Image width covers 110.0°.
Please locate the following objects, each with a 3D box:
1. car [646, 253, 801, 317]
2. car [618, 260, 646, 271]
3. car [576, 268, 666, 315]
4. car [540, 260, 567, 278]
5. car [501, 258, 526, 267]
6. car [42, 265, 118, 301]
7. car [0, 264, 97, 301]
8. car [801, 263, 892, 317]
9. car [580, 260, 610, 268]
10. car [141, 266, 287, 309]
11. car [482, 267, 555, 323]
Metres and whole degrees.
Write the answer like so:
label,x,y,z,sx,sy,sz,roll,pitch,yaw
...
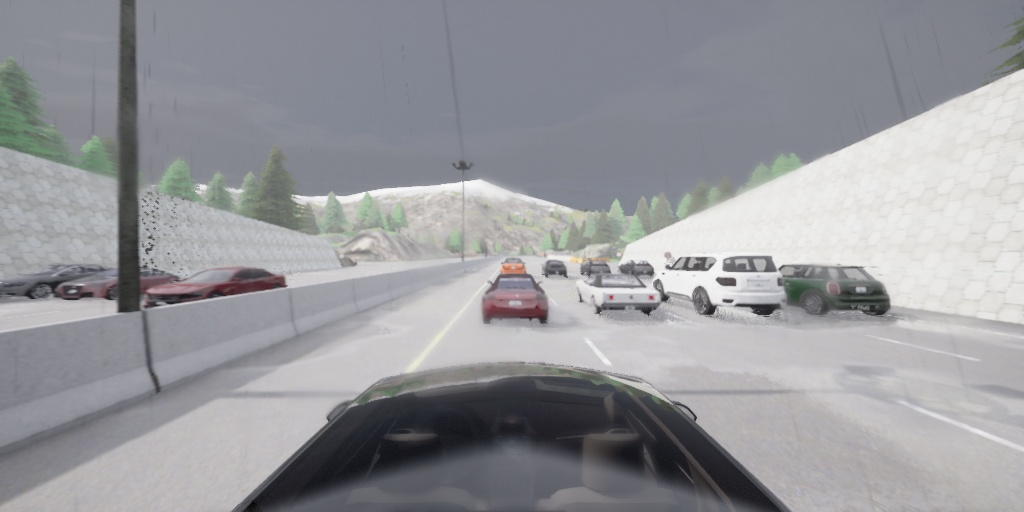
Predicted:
label,x,y,z,sx,sy,sz,roll,pitch,yaw
car,7.101,0.898,13.009,2.150,2.045,5.566,0,0,0
car,10.605,1.051,30.947,2.128,1.511,4.902,0,0,0
car,3.601,1.276,13.129,1.895,1.301,4.718,0,0,0
car,3.606,1.062,31.015,1.837,1.490,4.892,0,0,0
car,0.104,0.911,30.694,2.097,1.767,4.553,0,0,0
car,-17.577,1.215,16.333,1.994,1.385,4.181,0,0,0
car,-21.076,1.138,16.874,2.128,1.511,4.902,0,0,0
car,10.601,1.029,13.012,2.097,1.767,4.553,0,0,0
car,7.104,1.050,30.951,2.128,1.511,4.902,0,0,0
car,-10.588,1.149,13.317,1.882,1.535,5.008,0,0,0
car,0.100,1.247,11.867,1.994,1.385,4.181,0,0,0
